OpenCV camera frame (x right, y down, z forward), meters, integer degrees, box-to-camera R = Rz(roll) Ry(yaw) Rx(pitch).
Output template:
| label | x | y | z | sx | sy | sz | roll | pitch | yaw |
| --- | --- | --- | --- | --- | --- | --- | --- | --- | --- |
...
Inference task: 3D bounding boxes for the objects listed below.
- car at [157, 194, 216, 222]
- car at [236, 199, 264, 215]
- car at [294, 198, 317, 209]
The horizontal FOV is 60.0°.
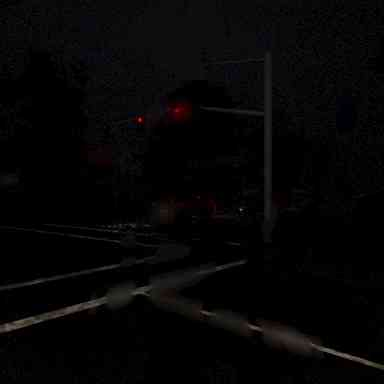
| label | x | y | z | sx | sy | sz | roll | pitch | yaw |
| --- | --- | --- | --- | --- | --- | --- | --- | --- | --- |
| car | -0.332 | 1.221 | 27.013 | 2.150 | 2.045 | 5.566 | 0 | 0 | 41 |
| car | 6.463 | 1.491 | 34.817 | 2.128 | 1.511 | 4.902 | 0 | 0 | 41 |
| car | 15.507 | 1.526 | 45.209 | 1.812 | 1.442 | 4.674 | 0 | 0 | 41 |
